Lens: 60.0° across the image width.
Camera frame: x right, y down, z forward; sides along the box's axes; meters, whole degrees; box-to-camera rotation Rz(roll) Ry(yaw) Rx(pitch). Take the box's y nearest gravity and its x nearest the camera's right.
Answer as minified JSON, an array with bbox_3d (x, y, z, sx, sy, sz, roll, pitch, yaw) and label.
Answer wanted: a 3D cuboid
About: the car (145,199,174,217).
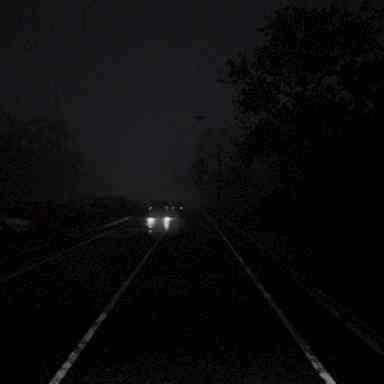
[{"bbox_3d":[-3.307,1.642,34.548,2.097,1.767,4.553,0,-1,0],"label":"car"}]

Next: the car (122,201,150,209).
[{"bbox_3d":[-10.239,2.352,61.061,4.892,1.521,2.231,0,-1,0],"label":"car"}]

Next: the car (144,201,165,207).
[{"bbox_3d":[-10.001,3.090,88.681,5.366,1.575,1.946,0,-2,0],"label":"car"}]

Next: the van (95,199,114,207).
[{"bbox_3d":[-23.383,2.867,88.752,4.442,1.987,1.878,0,-2,0],"label":"van"}]

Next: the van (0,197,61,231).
[{"bbox_3d":[-10.419,1.363,19.448,4.442,1.987,1.878,0,-1,0],"label":"van"}]

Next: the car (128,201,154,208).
[{"bbox_3d":[-10.194,2.522,66.610,4.792,1.488,2.163,0,-1,0],"label":"car"}]

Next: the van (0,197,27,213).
[{"bbox_3d":[-23.461,1.633,41.806,4.442,1.987,1.878,0,-1,0],"label":"van"}]

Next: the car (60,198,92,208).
[{"bbox_3d":[-23.275,2.242,66.731,5.566,2.045,2.435,0,-1,0],"label":"car"}]

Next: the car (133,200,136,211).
[{"bbox_3d":[-10.263,1.967,44.408,4.674,1.452,2.002,0,-1,0],"label":"car"}]

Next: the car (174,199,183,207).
[{"bbox_3d":[-3.221,2.485,76.057,2.097,1.767,4.553,0,-2,0],"label":"car"}]

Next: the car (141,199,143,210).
[{"bbox_3d":[-10.220,1.943,49.963,4.553,1.767,2.185,0,-1,0],"label":"car"}]

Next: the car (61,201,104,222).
[{"bbox_3d":[-10.258,1.696,27.772,4.792,1.488,2.163,0,-1,0],"label":"car"}]

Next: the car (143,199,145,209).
[{"bbox_3d":[-10.215,2.014,52.738,4.553,1.767,2.185,0,-1,0],"label":"car"}]

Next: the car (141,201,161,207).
[{"bbox_3d":[-10.189,2.926,83.263,4.892,1.521,2.231,0,-2,0],"label":"car"}]

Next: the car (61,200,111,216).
[{"bbox_3d":[-10.286,1.733,30.550,4.674,1.452,2.002,0,-1,0],"label":"car"}]

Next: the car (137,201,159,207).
[{"bbox_3d":[-10.234,2.805,77.712,4.792,1.488,2.163,0,-1,0],"label":"car"}]

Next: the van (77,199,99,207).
[{"bbox_3d":[-23.405,2.479,75.038,4.442,1.987,1.878,0,-1,0],"label":"van"}]

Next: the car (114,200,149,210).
[{"bbox_3d":[-10.056,2.207,55.510,5.366,1.575,1.946,0,-1,0],"label":"car"}]

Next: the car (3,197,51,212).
[{"bbox_3d":[-23.307,1.745,47.220,5.566,2.045,2.435,0,-1,0],"label":"car"}]

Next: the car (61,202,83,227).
[{"bbox_3d":[-10.303,1.615,22.222,5.008,1.535,2.097,0,-1,0],"label":"car"}]

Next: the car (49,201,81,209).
[{"bbox_3d":[-23.307,2.352,61.185,5.008,1.535,2.097,0,-1,0],"label":"car"}]

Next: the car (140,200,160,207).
[{"bbox_3d":[-10.231,2.723,80.488,4.553,1.767,2.185,0,-2,0],"label":"car"}]

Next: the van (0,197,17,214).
[{"bbox_3d":[-23.233,1.559,38.903,4.442,1.987,1.878,0,-1,0],"label":"van"}]

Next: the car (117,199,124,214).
[{"bbox_3d":[-10.304,1.775,36.108,4.792,1.488,2.163,0,-1,0],"label":"car"}]

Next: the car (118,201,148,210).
[{"bbox_3d":[-10.231,2.282,58.285,4.892,1.521,2.231,0,-1,0],"label":"car"}]

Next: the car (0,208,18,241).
[{"bbox_3d":[-10.341,1.566,13.894,4.792,1.488,2.163,0,-1,0],"label":"car"}]

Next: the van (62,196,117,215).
[{"bbox_3d":[-10.162,1.493,33.328,4.442,1.987,1.878,0,-1,0],"label":"van"}]

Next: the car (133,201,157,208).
[{"bbox_3d":[-10.185,2.663,72.161,4.792,1.488,2.163,0,-1,0],"label":"car"}]

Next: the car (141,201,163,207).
[{"bbox_3d":[-10.376,3.005,86.030,5.366,1.575,1.946,0,-2,0],"label":"car"}]

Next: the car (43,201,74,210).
[{"bbox_3d":[-23.320,2.318,58.290,4.674,1.452,2.002,0,-1,0],"label":"car"}]

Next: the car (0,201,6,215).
[{"bbox_3d":[-23.359,1.745,36.280,5.008,1.535,2.097,0,-1,0],"label":"car"}]

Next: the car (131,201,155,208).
[{"bbox_3d":[-10.189,2.593,69.386,4.792,1.488,2.163,0,-1,0],"label":"car"}]

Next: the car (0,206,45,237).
[{"bbox_3d":[-10.309,1.603,16.669,4.674,1.452,2.002,0,-1,0],"label":"car"}]

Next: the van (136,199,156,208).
[{"bbox_3d":[-10.326,2.479,74.943,4.442,1.987,1.878,0,-1,0],"label":"van"}]

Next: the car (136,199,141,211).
[{"bbox_3d":[-10.250,1.998,47.184,5.008,1.535,2.097,0,-1,0],"label":"car"}]

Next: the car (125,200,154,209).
[{"bbox_3d":[-10.043,2.419,63.835,5.366,1.575,1.946,0,-1,0],"label":"car"}]

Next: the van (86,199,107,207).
[{"bbox_3d":[-23.171,2.623,80.591,4.442,1.987,1.878,0,-2,0],"label":"van"}]

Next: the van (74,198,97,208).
[{"bbox_3d":[-23.177,2.408,72.268,4.442,1.987,1.878,0,-1,0],"label":"van"}]

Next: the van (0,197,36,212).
[{"bbox_3d":[-23.457,1.700,44.450,4.442,1.987,1.878,0,-1,0],"label":"van"}]

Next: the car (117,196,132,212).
[{"bbox_3d":[-10.298,1.535,38.865,5.566,2.045,2.435,0,-1,0],"label":"car"}]

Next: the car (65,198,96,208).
[{"bbox_3d":[-23.270,2.312,69.500,5.566,2.045,2.435,0,-1,0],"label":"car"}]
